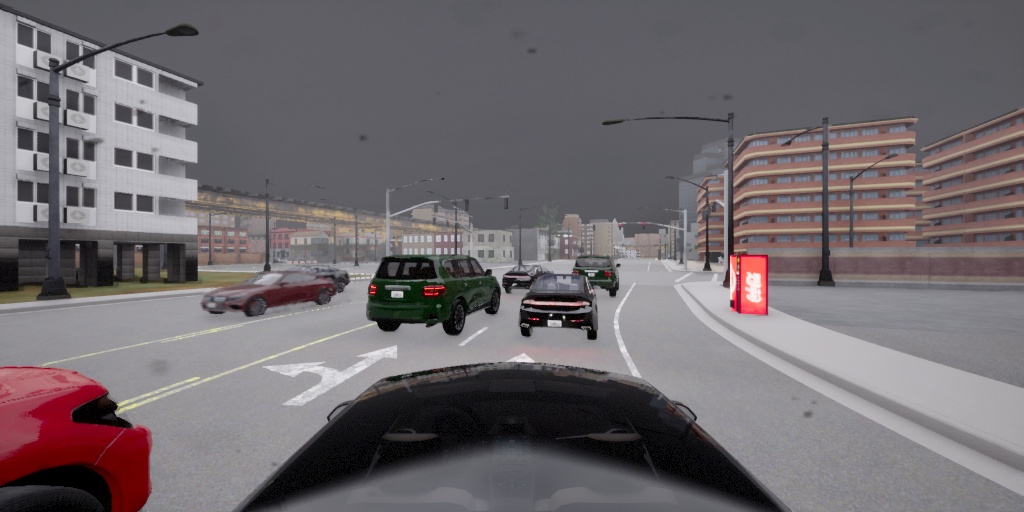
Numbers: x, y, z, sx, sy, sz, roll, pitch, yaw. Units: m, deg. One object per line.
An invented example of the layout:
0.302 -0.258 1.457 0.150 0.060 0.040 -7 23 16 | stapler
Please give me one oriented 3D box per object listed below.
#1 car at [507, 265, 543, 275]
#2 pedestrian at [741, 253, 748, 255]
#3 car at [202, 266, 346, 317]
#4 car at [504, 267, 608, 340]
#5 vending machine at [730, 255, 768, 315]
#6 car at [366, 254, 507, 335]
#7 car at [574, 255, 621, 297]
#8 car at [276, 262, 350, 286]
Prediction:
1.124 1.241 20.177 2.128 1.511 4.902 0 0 24 | car
8.055 0.795 12.467 0.375 1.860 0.375 0 0 21 | pedestrian
-8.749 1.275 13.432 1.812 1.442 4.674 0 0 16 | car
1.444 1.241 10.101 2.128 1.511 4.902 0 0 12 | car
7.821 0.945 11.848 1.100 2.100 0.880 0 0 20 | vending machine
-1.988 0.971 10.814 2.150 2.045 5.566 0 0 14 | car
4.572 0.971 19.341 2.150 2.045 5.566 0 0 19 | car
-10.777 1.241 18.698 2.128 1.511 4.902 0 0 19 | car
